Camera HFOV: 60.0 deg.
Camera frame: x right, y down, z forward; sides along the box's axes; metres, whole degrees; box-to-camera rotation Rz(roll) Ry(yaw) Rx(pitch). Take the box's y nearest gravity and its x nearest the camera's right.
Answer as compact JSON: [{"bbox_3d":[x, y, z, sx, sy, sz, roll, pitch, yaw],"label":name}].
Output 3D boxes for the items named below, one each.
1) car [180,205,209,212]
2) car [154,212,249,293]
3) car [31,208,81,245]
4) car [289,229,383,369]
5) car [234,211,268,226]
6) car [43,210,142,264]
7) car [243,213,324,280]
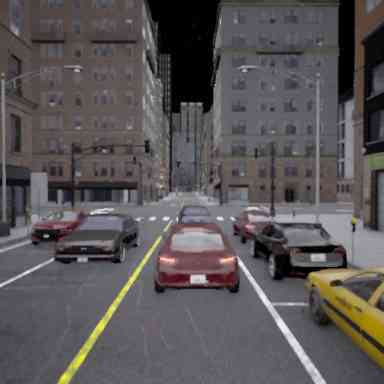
[{"bbox_3d":[0.131,1.446,18.611,2.033,1.411,5.357,0,0,-3],"label":"car"},{"bbox_3d":[0.098,1.479,8.591,1.812,1.442,4.674,0,0,0],"label":"car"},{"bbox_3d":[-5.680,1.462,15.206,1.887,1.381,4.507,-1,0,0],"label":"car"},{"bbox_3d":[2.865,1.502,4.207,1.752,1.417,4.829,-1,0,0],"label":"car"},{"bbox_3d":[2.866,1.499,15.209,1.802,1.307,4.206,-1,0,0],"label":"car"},{"bbox_3d":[-3.013,1.483,11.864,2.033,1.411,5.357,0,0,0],"label":"car"},{"bbox_3d":[2.866,1.513,9.623,1.947,1.339,4.313,-1,0,0],"label":"car"}]
